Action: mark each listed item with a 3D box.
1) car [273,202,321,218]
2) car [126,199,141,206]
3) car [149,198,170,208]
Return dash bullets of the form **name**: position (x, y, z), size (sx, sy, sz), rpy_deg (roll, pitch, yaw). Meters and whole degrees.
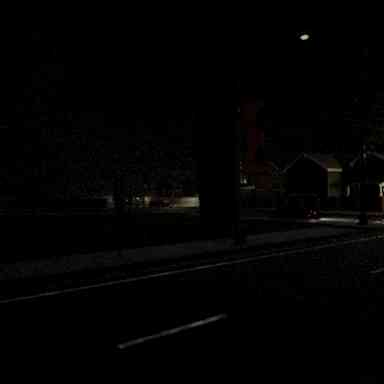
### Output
- **car**: position (9.367, 1.625, 29.977), size (1.994, 1.385, 4.181), rpy_deg (-1, 0, -34)
- **car**: position (-11.529, 2.024, 64.670), size (1.994, 1.385, 4.181), rpy_deg (-1, 0, -35)
- **car**: position (-5.513, 1.823, 56.168), size (2.128, 1.511, 4.902), rpy_deg (-1, 0, -34)
